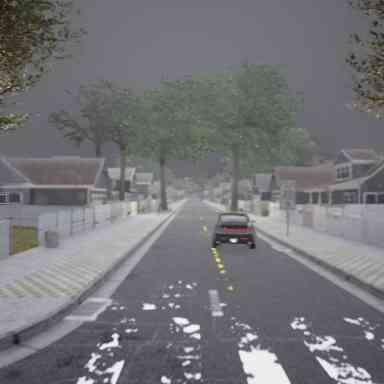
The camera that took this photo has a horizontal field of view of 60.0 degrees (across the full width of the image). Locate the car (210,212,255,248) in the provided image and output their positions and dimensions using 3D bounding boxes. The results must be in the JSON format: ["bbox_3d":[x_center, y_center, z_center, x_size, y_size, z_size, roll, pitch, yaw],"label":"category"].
[{"bbox_3d":[1.932,1.732,15.804,1.837,1.490,4.892,1,-1,6],"label":"car"}]
